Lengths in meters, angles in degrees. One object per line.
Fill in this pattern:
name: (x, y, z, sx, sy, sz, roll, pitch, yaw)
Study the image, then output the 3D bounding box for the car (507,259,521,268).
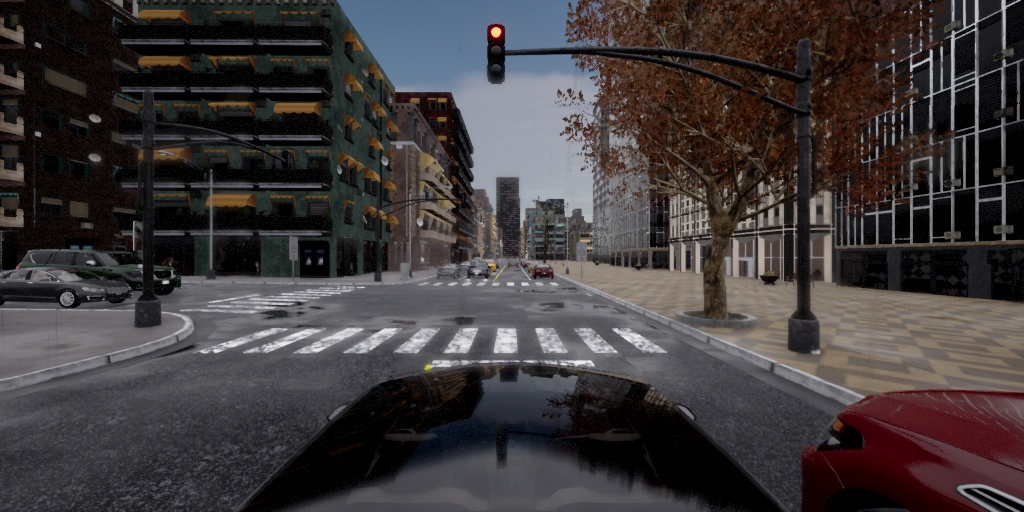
car: (0.199, 1.289, 63.479, 2.128, 1.511, 4.902, 0, 0, 0)

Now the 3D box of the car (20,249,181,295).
car: (-17.766, 0.747, 15.531, 5.566, 2.045, 2.150, 1, 0, 0)

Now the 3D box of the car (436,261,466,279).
car: (-5.641, 1.313, 32.346, 2.007, 1.370, 4.403, 0, 0, 0)

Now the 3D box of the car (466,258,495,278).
car: (-3.043, 1.255, 33.632, 2.128, 1.511, 4.902, 0, 0, 1)

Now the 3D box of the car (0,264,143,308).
car: (-16.417, 1.091, 12.947, 4.403, 1.370, 2.007, 0, 0, 0)

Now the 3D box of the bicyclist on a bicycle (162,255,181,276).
bicyclist on a bicycle: (-23.133, 0.761, 24.218, 0.582, 1.620, 1.656, 1, 0, 0)

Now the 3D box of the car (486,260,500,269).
car: (-2.995, 1.337, 57.470, 2.033, 1.411, 5.357, 0, 0, 0)

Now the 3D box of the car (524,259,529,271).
car: (2.757, 1.298, 43.568, 1.751, 1.417, 4.829, 0, 0, 0)

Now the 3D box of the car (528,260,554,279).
car: (2.739, 1.307, 32.333, 1.888, 1.381, 4.507, 0, 0, 0)

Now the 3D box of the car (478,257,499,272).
car: (-3.031, 1.252, 44.942, 1.882, 1.535, 5.008, 0, 0, 0)

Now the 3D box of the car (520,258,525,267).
car: (2.783, 1.375, 59.995, 1.802, 1.307, 4.207, 0, 0, 0)
